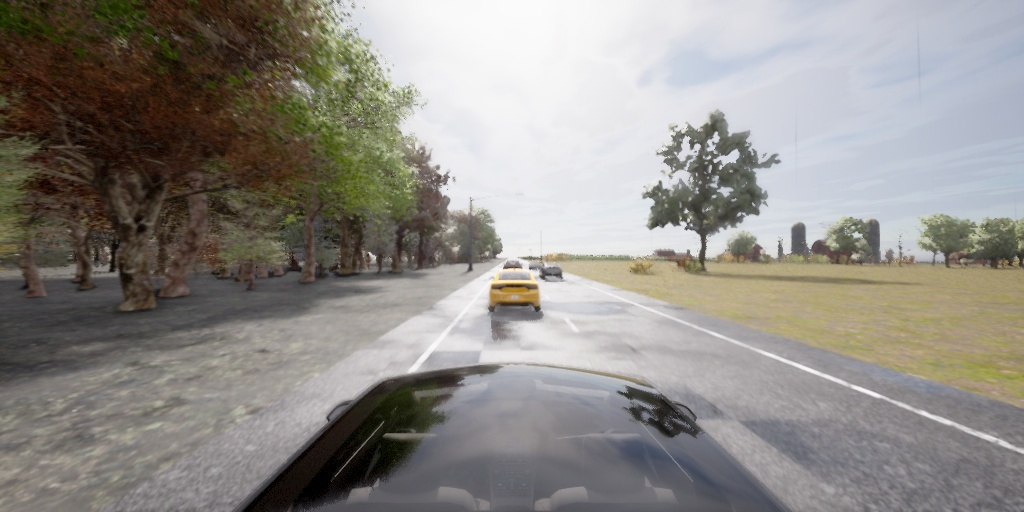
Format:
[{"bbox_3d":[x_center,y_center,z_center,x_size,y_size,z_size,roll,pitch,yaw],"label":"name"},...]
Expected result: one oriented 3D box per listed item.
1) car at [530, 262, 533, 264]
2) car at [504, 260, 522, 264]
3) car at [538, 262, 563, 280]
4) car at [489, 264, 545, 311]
[{"bbox_3d":[3.595,1.514,56.349,1.895,1.301,4.718,0,0,0],"label":"car"},{"bbox_3d":[0.096,1.222,39.594,2.097,1.767,4.553,0,0,0],"label":"car"},{"bbox_3d":[3.586,1.345,33.328,2.128,1.511,4.902,0,0,0],"label":"car"},{"bbox_3d":[0.098,1.271,14.815,1.882,1.535,5.008,0,0,0],"label":"car"}]
